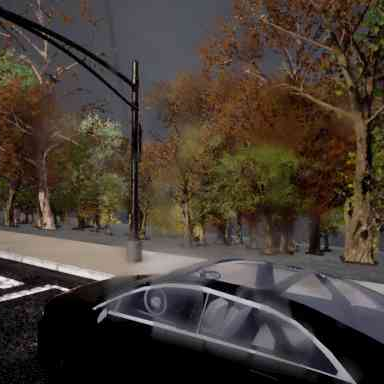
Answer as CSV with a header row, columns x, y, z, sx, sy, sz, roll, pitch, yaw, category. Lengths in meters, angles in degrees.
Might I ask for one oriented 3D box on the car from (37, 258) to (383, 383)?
x,y,z,sx,sy,sz,roll,pitch,yaw,category
0.259,1.491,3.489,4.902,1.511,2.128,0,0,37,car
